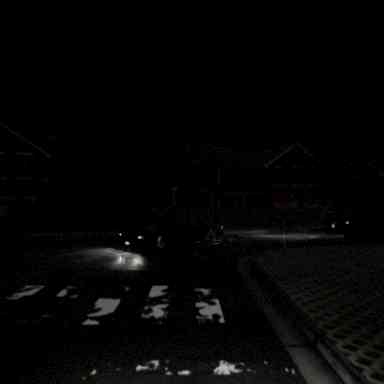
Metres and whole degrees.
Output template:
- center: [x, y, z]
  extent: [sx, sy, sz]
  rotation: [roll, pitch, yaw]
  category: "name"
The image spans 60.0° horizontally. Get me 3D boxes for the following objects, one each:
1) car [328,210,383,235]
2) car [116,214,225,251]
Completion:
- center: [11.086, 1.893, 21.518]
  extent: [4.902, 1.511, 2.128]
  rotation: [1, -1, -20]
  category: "car"
- center: [-0.746, 1.735, 15.357]
  extent: [5.357, 1.411, 2.033]
  rotation: [2, -1, -45]
  category: "car"
